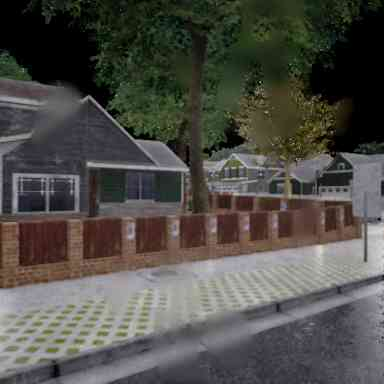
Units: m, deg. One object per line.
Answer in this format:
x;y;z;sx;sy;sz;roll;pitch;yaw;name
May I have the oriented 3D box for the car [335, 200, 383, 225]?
10.538;1.336;22.666;2.128;1.511;4.902;1;1;-32;car
